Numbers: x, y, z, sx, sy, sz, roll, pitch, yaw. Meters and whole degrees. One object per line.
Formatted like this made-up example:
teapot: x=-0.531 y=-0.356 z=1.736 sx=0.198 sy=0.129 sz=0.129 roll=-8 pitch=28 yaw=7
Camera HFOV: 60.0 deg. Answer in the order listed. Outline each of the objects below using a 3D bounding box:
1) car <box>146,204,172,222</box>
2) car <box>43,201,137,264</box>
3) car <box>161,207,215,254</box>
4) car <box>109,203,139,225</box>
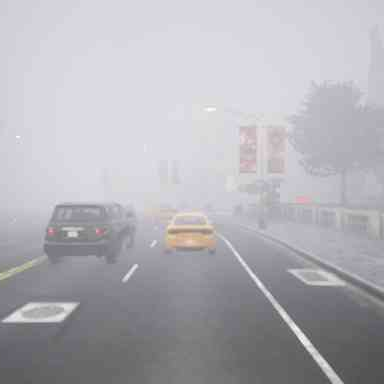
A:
car: x=-2.863 y=1.803 z=30.413 sx=1.882 sy=1.535 sz=5.008 roll=0 pitch=0 yaw=-21
car: x=-3.563 y=1.360 z=12.569 sx=2.150 sy=2.045 sz=5.566 roll=0 pitch=0 yaw=0
car: x=-0.100 y=1.631 z=14.243 sx=1.882 sy=1.535 sz=5.008 roll=0 pitch=0 yaw=-1
car: x=-5.944 y=1.815 z=28.707 sx=1.837 sy=1.490 sz=4.892 roll=0 pitch=0 yaw=-20
